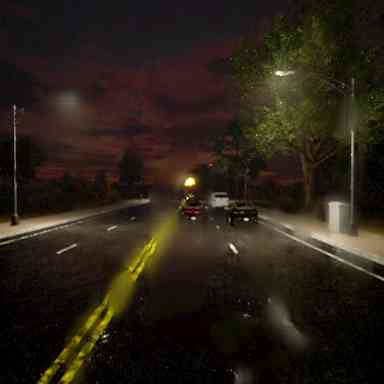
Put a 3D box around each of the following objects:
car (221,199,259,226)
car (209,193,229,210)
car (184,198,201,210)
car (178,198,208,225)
[{"bbox_3d":[3.351,1.446,22.976,1.837,1.490,4.892,0,0,0],"label":"car"},{"bbox_3d":[3.314,1.114,40.279,2.150,2.045,5.566,0,0,0],"label":"car"},{"bbox_3d":[0.069,1.452,41.129,1.994,1.385,4.181,0,0,0],"label":"car"},{"bbox_3d":[0.103,1.444,23.760,1.837,1.490,4.892,0,0,0],"label":"car"}]
